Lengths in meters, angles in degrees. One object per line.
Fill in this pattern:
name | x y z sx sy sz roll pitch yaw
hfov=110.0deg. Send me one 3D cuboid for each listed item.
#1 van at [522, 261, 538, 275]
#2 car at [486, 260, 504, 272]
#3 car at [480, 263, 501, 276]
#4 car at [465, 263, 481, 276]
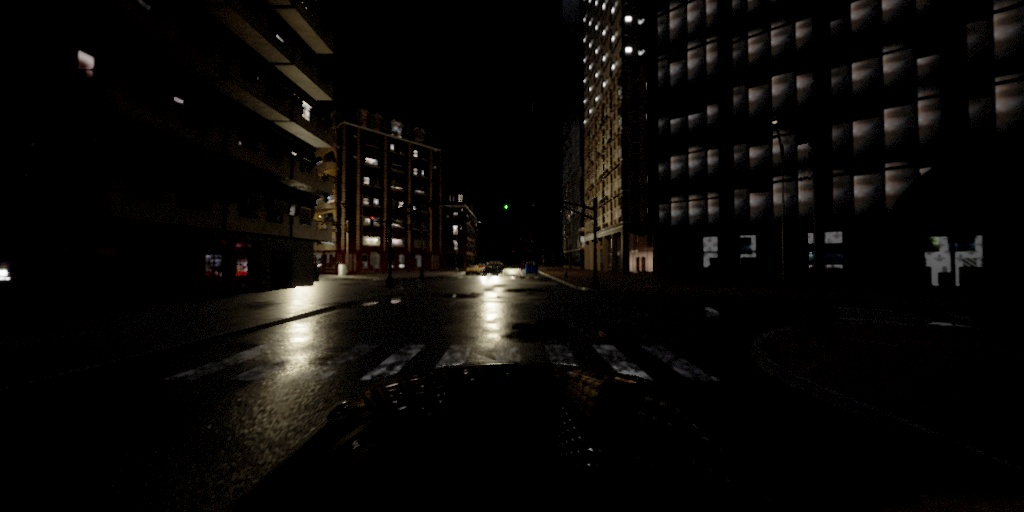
van | 2.619 1.679 48.532 1.690 1.789 3.998 0 0 0
car | -2.772 1.685 57.629 2.150 2.045 5.566 0 -1 0
car | -2.795 1.928 47.702 1.895 1.301 4.718 0 -1 0
car | -5.261 1.864 48.371 1.751 1.417 4.829 0 0 0
